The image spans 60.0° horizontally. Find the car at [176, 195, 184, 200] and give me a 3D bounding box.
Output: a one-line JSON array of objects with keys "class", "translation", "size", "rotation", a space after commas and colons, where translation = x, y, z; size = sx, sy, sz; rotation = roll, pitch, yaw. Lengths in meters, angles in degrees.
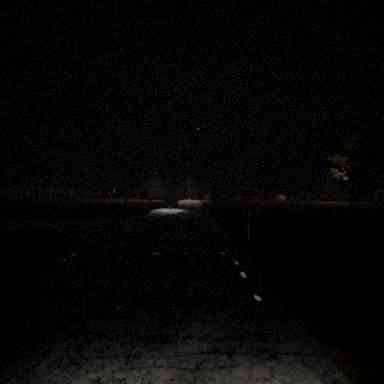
[{"class": "car", "translation": [-2.791, 1.299, 72.182], "size": [1.882, 1.535, 5.008], "rotation": [0, 0, 0]}]

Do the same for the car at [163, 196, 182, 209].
[{"class": "car", "translation": [-2.775, 1.516, 44.597], "size": [1.895, 1.301, 4.718], "rotation": [0, 0, 0]}]
